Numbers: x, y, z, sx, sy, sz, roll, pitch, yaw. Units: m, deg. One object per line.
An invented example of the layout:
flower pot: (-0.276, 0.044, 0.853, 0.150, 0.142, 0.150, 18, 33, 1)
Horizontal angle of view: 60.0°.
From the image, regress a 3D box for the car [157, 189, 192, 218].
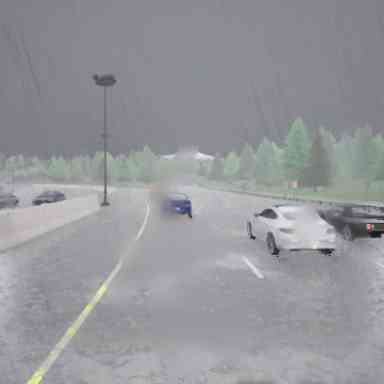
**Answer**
car: (-1.143, 0.778, 22.018, 1.882, 1.535, 5.008, 0, 2, -6)

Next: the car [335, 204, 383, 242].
car: (6.593, 1.161, 13.795, 1.895, 1.301, 4.718, 0, 2, -4)

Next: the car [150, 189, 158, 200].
car: (-4.037, 0.309, 40.782, 1.895, 1.301, 4.718, 0, 2, -11)

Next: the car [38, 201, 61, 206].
car: (-13.036, 0.573, 30.703, 2.033, 1.411, 5.357, 0, 2, -8)

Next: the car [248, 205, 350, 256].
car: (3.214, 1.162, 11.365, 1.812, 1.442, 4.674, 0, 2, -3)
